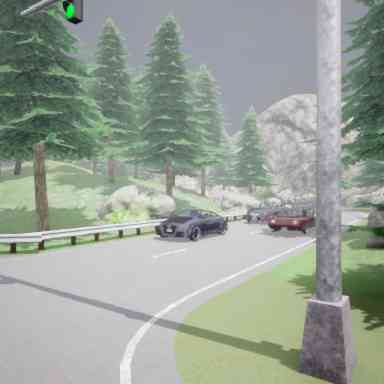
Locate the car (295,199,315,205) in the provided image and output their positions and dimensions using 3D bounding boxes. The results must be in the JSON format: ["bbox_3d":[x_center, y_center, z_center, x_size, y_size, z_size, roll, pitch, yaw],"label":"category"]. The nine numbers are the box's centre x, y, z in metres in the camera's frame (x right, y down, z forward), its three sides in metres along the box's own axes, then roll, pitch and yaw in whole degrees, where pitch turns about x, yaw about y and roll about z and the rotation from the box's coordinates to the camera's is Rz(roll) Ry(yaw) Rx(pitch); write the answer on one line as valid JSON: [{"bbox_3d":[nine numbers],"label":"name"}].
[{"bbox_3d":[11.314,1.520,33.658,1.837,1.490,4.892,0,0,28],"label":"car"}]

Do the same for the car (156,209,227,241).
[{"bbox_3d":[0.090,1.579,16.910,1.994,1.385,4.181,0,0,35],"label":"car"}]

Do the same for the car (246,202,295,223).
[{"bbox_3d":[5.733,1.507,25.100,2.128,1.511,4.902,0,0,35],"label":"car"}]

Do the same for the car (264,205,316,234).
[{"bbox_3d":[6.136,1.640,19.331,1.895,1.301,4.718,0,0,35],"label":"car"}]

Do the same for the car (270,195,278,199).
[{"bbox_3d":[12.447,1.348,56.859,4.553,1.767,2.097,0,1,41],"label":"car"}]
